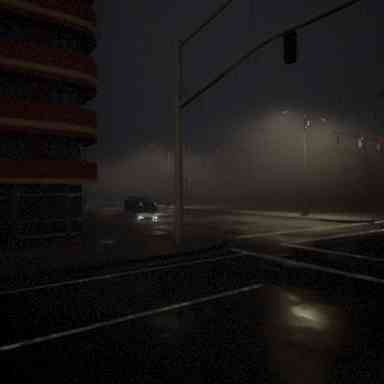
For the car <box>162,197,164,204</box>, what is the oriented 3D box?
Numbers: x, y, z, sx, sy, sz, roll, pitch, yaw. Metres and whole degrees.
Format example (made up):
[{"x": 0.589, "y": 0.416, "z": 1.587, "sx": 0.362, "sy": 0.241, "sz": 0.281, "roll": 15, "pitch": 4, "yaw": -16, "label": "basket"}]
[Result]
[{"x": -6.566, "y": 1.288, "z": 56.984, "sx": 1.837, "sy": 1.490, "sz": 4.892, "roll": -1, "pitch": 0, "yaw": -35, "label": "car"}]

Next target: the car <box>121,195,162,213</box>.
[{"x": -5.454, "y": 1.230, "z": 34.912, "sx": 2.097, "sy": 1.767, "sz": 4.553, "roll": -1, "pitch": 0, "yaw": -35, "label": "car"}]

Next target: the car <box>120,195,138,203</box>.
[{"x": -12.423, "y": 1.308, "z": 65.475, "sx": 1.812, "sy": 1.442, "sz": 4.674, "roll": -1, "pitch": 0, "yaw": -35, "label": "car"}]

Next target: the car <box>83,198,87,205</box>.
[{"x": -18.543, "y": 1.382, "z": 54.069, "sx": 1.837, "sy": 1.490, "sz": 4.892, "roll": -1, "pitch": 0, "yaw": -34, "label": "car"}]
